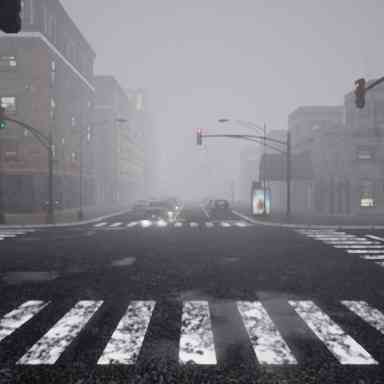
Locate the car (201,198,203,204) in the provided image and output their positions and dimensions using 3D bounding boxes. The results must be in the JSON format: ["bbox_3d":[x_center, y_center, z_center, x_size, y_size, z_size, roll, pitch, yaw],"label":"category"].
[{"bbox_3d":[2.714,1.563,48.930,2.008,1.369,4.403,0,0,0],"label":"car"}]

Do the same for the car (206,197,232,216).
[{"bbox_3d":[2.703,1.440,31.839,1.967,1.590,4.097,0,0,0],"label":"car"}]

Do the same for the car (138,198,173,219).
[{"bbox_3d":[-3.084,1.547,29.275,2.033,1.411,5.357,0,0,0],"label":"car"}]

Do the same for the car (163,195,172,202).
[{"bbox_3d":[-5.652,1.485,77.405,1.967,1.590,4.097,0,0,0],"label":"car"}]

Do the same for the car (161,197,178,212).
[{"bbox_3d":[-3.078,1.569,39.361,1.994,1.385,4.181,0,0,0],"label":"car"}]

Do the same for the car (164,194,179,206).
[{"bbox_3d":[-3.056,1.519,52.763,1.837,1.490,4.892,0,0,0],"label":"car"}]

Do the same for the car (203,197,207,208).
[{"bbox_3d":[2.710,1.590,43.233,1.802,1.307,4.206,0,0,0],"label":"car"}]

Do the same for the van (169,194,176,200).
[{"bbox_3d":[-5.642,1.414,94.496,1.690,1.788,3.998,-1,0,0],"label":"van"}]

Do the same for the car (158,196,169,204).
[{"bbox_3d":[-5.657,1.554,65.842,1.752,1.417,4.829,0,0,0],"label":"car"}]

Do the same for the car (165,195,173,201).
[{"bbox_3d":[-5.647,1.578,82.932,1.752,1.417,4.829,-1,0,0],"label":"car"}]

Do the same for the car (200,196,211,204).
[{"bbox_3d":[2.724,1.580,66.020,2.008,1.369,4.403,-1,0,0],"label":"car"}]

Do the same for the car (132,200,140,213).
[{"bbox_3d":[-5.674,1.555,37.529,2.008,1.369,4.403,0,0,0],"label":"car"}]
